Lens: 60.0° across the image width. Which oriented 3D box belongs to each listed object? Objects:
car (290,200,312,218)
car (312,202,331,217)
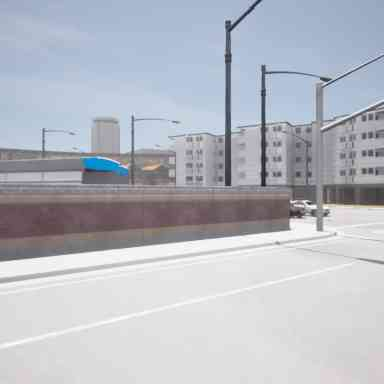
[{"bbox_3d":[7.848,1.505,29.722,1.837,1.490,4.892,0,0,-35],"label":"car"},{"bbox_3d":[10.791,1.526,31.646,1.812,1.442,4.674,0,0,-36],"label":"car"}]
